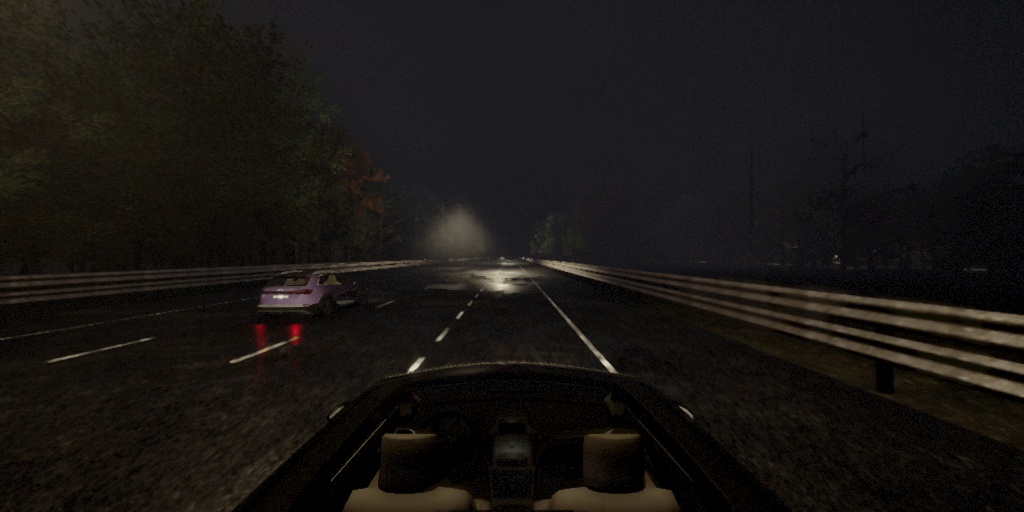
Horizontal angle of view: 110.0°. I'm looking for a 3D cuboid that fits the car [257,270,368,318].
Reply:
[{"bbox_3d":[-6.965,1.316,13.034,2.033,1.649,4.856,0,-1,0],"label":"car"}]
